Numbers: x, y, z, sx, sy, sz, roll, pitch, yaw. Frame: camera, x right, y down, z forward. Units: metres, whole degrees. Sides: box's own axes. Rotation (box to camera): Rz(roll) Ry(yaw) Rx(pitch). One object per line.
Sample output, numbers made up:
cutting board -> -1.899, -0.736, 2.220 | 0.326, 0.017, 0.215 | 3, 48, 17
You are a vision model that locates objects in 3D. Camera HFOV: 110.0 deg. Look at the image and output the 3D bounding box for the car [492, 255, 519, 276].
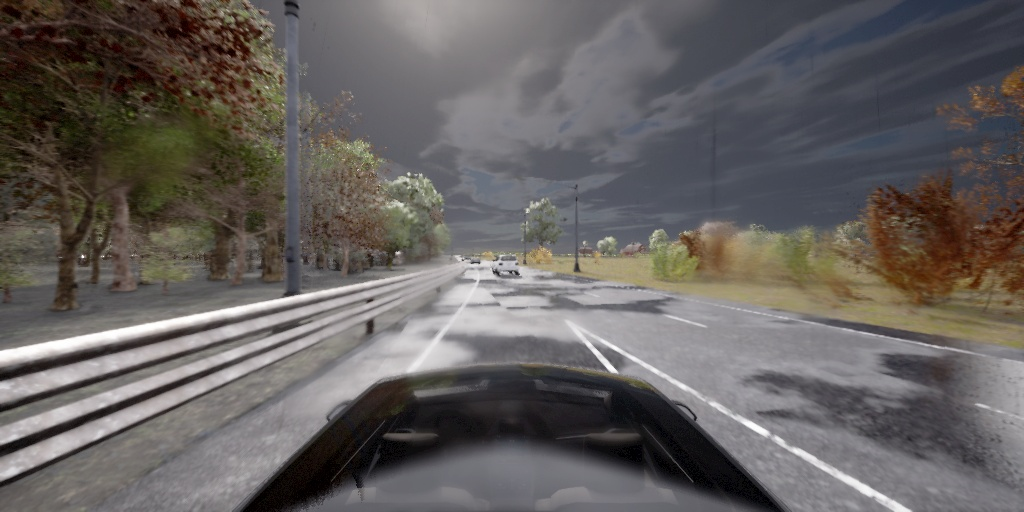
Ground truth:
car -> -0.703, 0.905, 36.221 | 2.150, 2.045, 5.566 | 0, 0, -9
